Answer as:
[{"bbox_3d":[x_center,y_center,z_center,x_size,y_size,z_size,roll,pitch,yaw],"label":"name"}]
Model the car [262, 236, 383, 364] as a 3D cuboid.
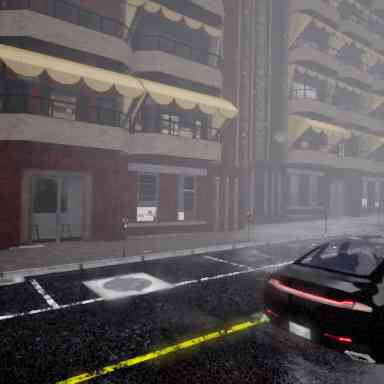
[{"bbox_3d":[3.302,1.495,5.519,4.902,1.511,2.128,0,0,-36],"label":"car"}]
